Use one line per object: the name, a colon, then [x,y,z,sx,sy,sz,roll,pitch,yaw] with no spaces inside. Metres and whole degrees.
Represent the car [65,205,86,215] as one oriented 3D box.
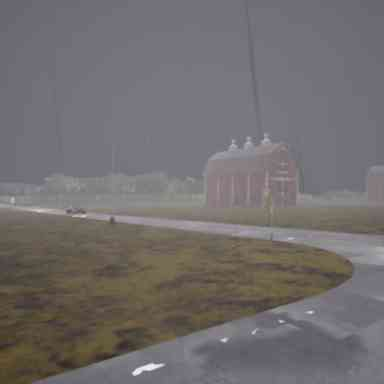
car: [-17.763,2.735,50.589,2.033,1.411,5.357,1,-2,-36]
